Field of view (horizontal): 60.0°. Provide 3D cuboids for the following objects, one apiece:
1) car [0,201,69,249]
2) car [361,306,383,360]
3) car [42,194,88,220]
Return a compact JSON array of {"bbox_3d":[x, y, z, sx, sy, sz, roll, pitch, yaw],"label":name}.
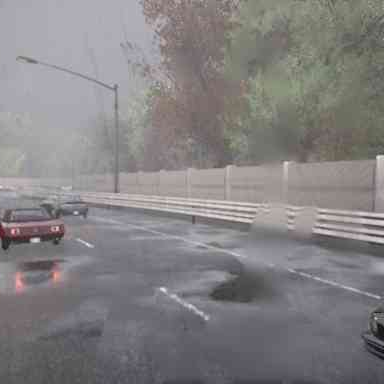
[{"bbox_3d":[-6.384,1.230,12.700,1.895,1.301,4.718,-1,2,-35],"label":"car"},{"bbox_3d":[4.019,1.501,2.100,2.033,1.411,5.357,-1,2,-28],"label":"car"},{"bbox_3d":[-8.059,0.897,20.739,2.128,1.511,4.902,-1,2,-38],"label":"car"}]
